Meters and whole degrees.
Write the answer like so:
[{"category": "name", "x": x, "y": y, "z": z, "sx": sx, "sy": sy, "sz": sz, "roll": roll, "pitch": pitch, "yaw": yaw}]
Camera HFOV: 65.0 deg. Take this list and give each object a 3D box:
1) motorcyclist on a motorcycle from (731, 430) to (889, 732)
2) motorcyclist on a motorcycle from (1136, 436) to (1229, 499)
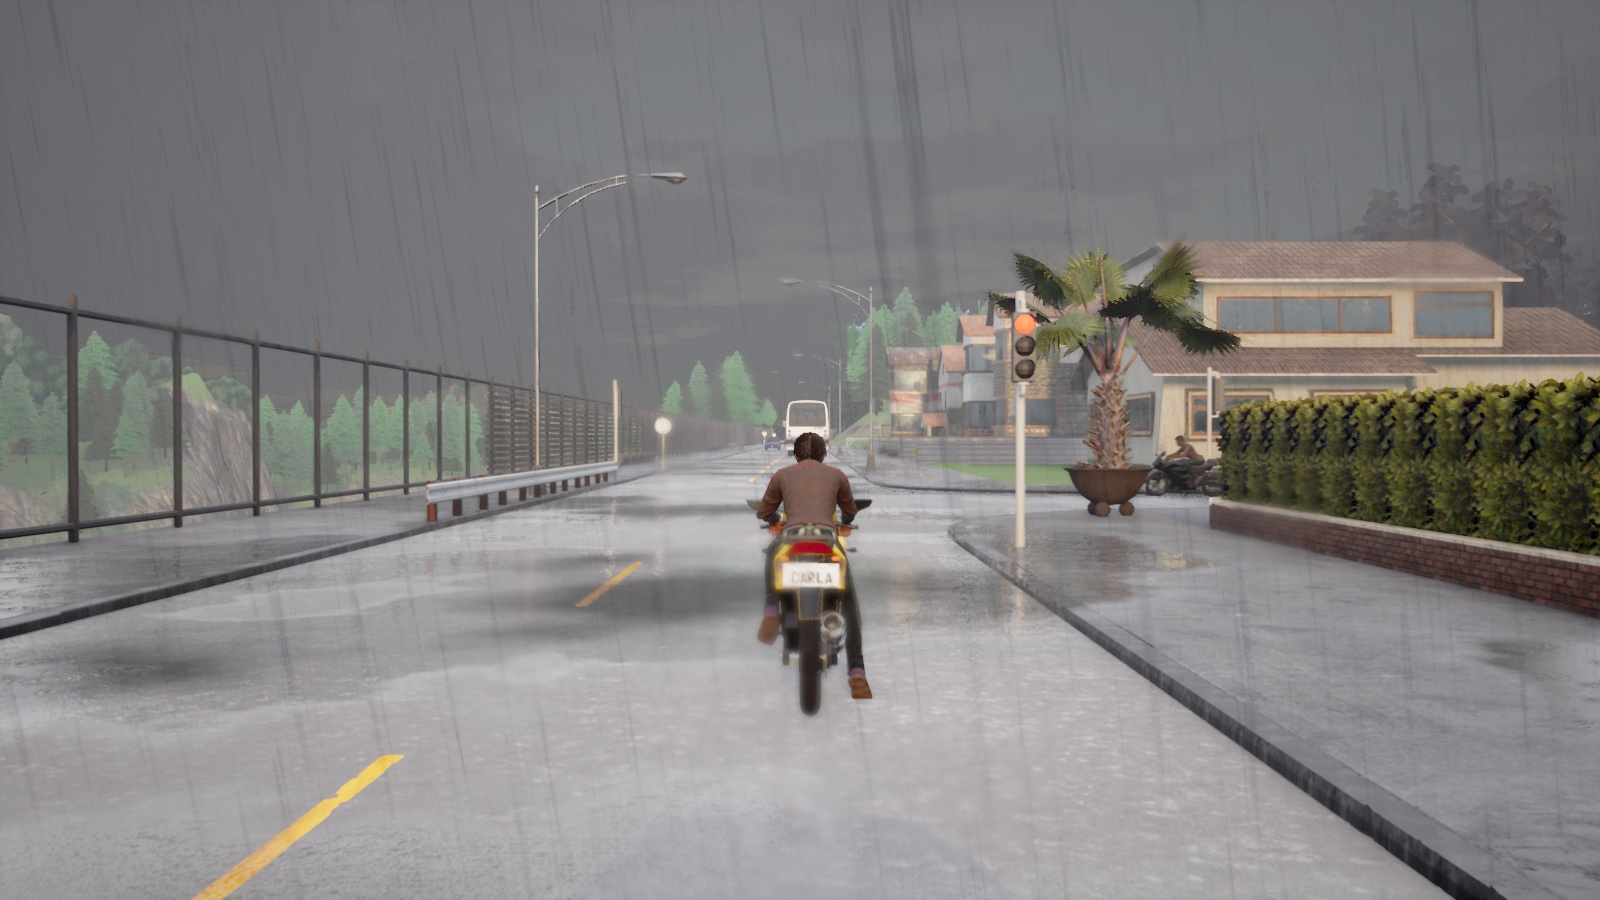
[{"category": "motorcyclist on a motorcycle", "x": 0.057, "y": 0.652, "z": 7.353, "sx": 0.797, "sy": 1.523, "sz": 2.044, "roll": 0, "pitch": 1, "yaw": 0}, {"category": "motorcyclist on a motorcycle", "x": 9.353, "y": 0.418, "z": 30.749, "sx": 2.044, "sy": 1.523, "sz": 0.797, "roll": 0, "pitch": 1, "yaw": 1}]
